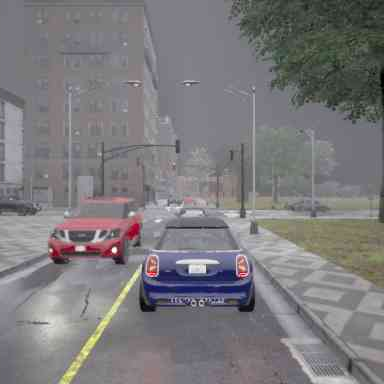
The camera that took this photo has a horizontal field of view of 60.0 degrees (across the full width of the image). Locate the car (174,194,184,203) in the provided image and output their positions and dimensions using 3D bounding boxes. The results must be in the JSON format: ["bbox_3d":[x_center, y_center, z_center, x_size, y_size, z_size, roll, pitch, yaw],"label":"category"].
[{"bbox_3d":[-2.916,1.374,76.118,2.150,2.045,5.566,0,0,0],"label":"car"}]

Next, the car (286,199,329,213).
[{"bbox_3d":[13.358,1.627,37.891,4.181,1.385,1.994,0,-1,-1],"label":"car"}]

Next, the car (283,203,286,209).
[{"bbox_3d":[13.773,1.590,41.154,4.902,1.511,2.128,0,-1,0],"label":"car"}]

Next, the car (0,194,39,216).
[{"bbox_3d":[-17.133,1.190,31.120,5.566,2.045,2.150,0,-1,0],"label":"car"}]

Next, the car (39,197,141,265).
[{"bbox_3d":[-3.128,1.228,12.036,2.150,2.045,5.566,0,0,0],"label":"car"}]

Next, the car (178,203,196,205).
[{"bbox_3d":[0.019,1.537,17.550,1.812,1.442,4.674,0,0,1],"label":"car"}]

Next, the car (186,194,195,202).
[{"bbox_3d":[-0.441,1.413,85.038,2.150,2.045,5.566,0,0,0],"label":"car"}]

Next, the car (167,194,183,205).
[{"bbox_3d":[-2.977,1.297,55.732,2.150,2.045,5.566,0,0,-2],"label":"car"}]

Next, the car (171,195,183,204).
[{"bbox_3d":[-2.927,1.460,65.529,2.097,1.767,4.553,0,0,0],"label":"car"}]

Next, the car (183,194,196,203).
[{"bbox_3d":[-0.284,1.451,62.811,2.097,1.767,4.553,0,0,0],"label":"car"}]

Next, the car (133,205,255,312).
[{"bbox_3d":[0.094,1.355,7.877,2.097,1.767,4.553,0,0,0],"label":"car"}]
